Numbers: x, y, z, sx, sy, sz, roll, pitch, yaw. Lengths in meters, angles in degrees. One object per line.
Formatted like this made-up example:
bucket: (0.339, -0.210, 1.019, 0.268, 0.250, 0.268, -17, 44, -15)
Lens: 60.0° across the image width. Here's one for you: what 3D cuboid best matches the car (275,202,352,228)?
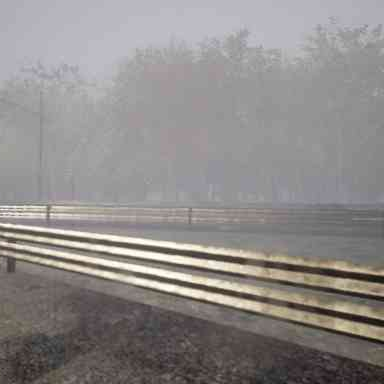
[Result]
car: (8.055, 1.499, 22.365, 4.856, 1.649, 2.033, 0, 0, 17)
